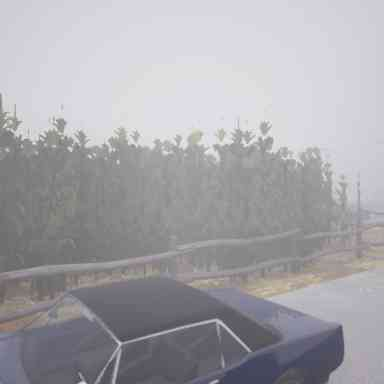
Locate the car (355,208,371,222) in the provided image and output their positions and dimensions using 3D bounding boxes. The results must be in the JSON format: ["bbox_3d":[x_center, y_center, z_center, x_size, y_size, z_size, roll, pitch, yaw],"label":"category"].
[{"bbox_3d":[11.358,1.563,25.512,1.994,1.385,4.181,0,0,-35],"label":"car"}]

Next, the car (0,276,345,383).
[{"bbox_3d":[-0.777,1.601,2.919,4.718,1.301,1.895,0,0,-35],"label":"car"}]
